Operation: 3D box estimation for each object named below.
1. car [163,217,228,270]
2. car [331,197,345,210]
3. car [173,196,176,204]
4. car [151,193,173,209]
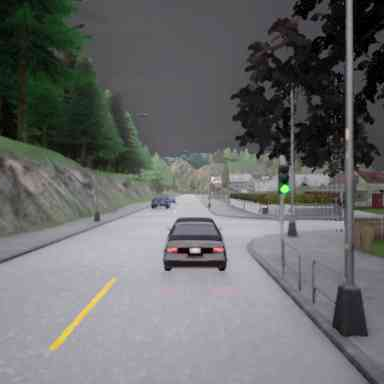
[{"bbox_3d":[0.089,1.539,10.974,2.033,1.411,5.357,0,0,0],"label":"car"},{"bbox_3d":[15.787,1.273,37.641,1.994,1.381,4.181,0,0,0],"label":"car"},{"bbox_3d":[-4.025,1.432,61.361,1.882,1.535,5.008,0,0,0],"label":"car"},{"bbox_3d":[-4.084,1.190,44.120,2.150,2.045,5.566,0,0,0],"label":"car"}]
